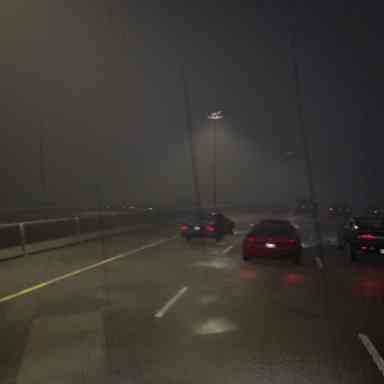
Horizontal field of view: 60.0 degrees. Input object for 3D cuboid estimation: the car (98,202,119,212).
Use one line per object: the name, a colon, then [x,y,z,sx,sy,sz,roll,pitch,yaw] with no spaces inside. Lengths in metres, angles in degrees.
car: [-10.629,2.046,45.649,1.895,1.301,4.718,0,-1,26]

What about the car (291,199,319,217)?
car: [13.431,1.812,38.769,2.150,2.045,5.566,0,-1,27]

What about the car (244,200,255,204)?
car: [14.943,2.567,79.400,1.895,1.301,4.718,0,-1,39]

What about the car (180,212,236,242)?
car: [1.010,1.771,17.827,2.033,1.411,5.357,0,-1,18]

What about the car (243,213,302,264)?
car: [3.150,1.748,12.809,1.994,1.385,4.181,0,-1,17]

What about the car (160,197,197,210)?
car: [-1.295,1.698,40.856,2.150,2.045,5.566,0,-1,25]

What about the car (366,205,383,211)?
car: [21.452,2.229,38.885,1.994,1.385,4.181,0,-1,28]

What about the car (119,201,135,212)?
car: [-7.190,1.971,44.679,1.837,1.490,4.892,0,-1,26]

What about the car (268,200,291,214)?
car: [11.660,2.099,42.855,1.882,1.535,5.008,0,-1,28]

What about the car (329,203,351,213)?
car: [16.383,1.944,36.712,2.097,1.767,4.553,0,-1,27]

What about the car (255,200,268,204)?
car: [17.110,2.546,76.528,2.128,1.511,4.902,0,-1,39]

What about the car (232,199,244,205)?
car: [11.490,2.515,80.716,1.882,1.535,5.008,0,-1,39]

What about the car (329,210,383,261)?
car: [6.838,1.711,12.900,2.128,1.511,4.902,0,-1,17]

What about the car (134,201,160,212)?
car: [-4.750,1.958,41.668,1.837,1.490,4.892,0,-1,25]
